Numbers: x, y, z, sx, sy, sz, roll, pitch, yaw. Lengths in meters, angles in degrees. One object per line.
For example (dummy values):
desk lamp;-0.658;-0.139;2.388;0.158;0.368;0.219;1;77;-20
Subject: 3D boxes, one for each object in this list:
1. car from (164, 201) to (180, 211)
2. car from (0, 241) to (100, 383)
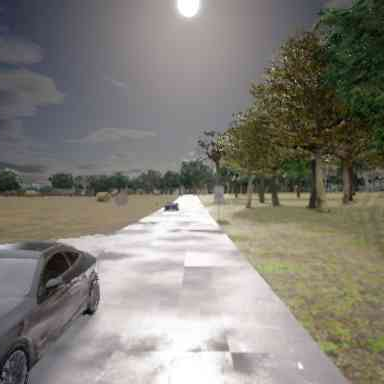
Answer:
car;-2.657;1.860;44.682;1.895;1.301;4.718;0;0;0
car;-2.732;1.553;4.988;1.812;1.442;4.674;1;0;0
